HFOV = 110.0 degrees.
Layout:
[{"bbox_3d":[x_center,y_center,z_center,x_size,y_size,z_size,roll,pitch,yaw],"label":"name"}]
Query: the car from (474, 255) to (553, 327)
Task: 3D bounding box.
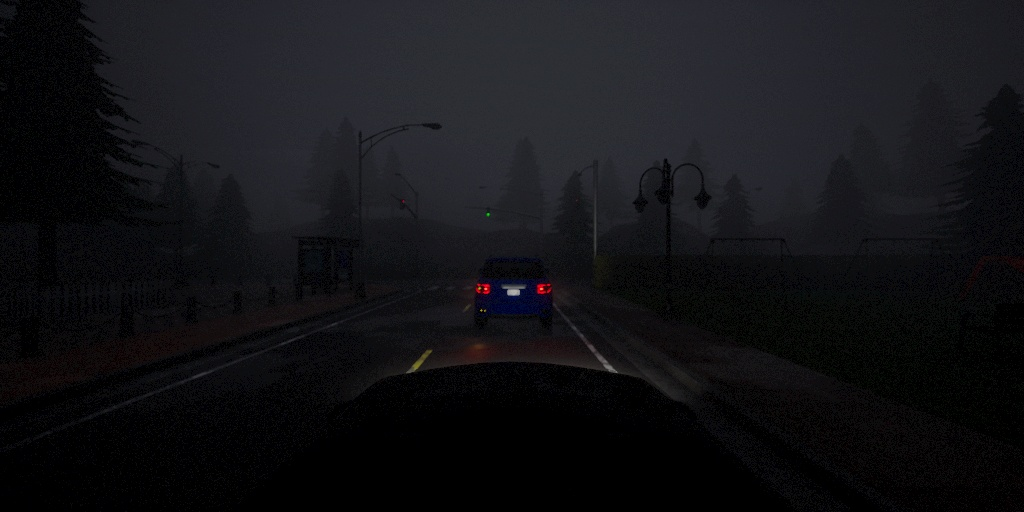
[{"bbox_3d":[0.060,1.000,11.721,2.150,2.045,5.566,0,0,0],"label":"car"}]
